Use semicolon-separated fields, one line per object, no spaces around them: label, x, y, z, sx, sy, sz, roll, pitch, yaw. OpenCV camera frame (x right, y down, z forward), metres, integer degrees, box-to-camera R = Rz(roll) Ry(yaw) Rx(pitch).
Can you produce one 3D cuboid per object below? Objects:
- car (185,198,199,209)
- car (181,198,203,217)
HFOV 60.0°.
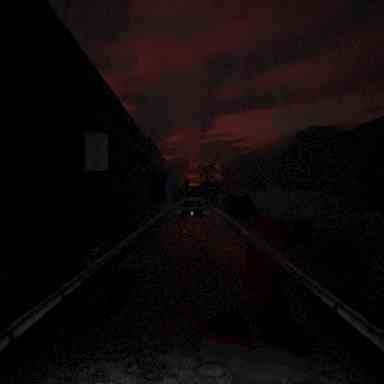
car;0.056;1.503;45.049;1.812;1.442;4.674;0;-1;1
car;0.012;1.456;29.255;1.895;1.301;4.718;0;0;0
